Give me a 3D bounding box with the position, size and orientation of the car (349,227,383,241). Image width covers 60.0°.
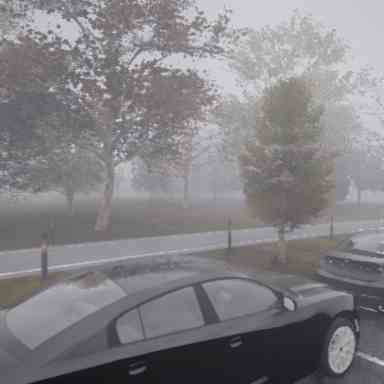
[{"bbox_3d":[4.701,1.479,7.035,4.892,1.521,2.231,-1,0,-32],"label":"car"}]

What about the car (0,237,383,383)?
[{"bbox_3d":[-0.049,1.501,3.866,5.008,1.535,2.097,-1,0,-34],"label":"car"}]
